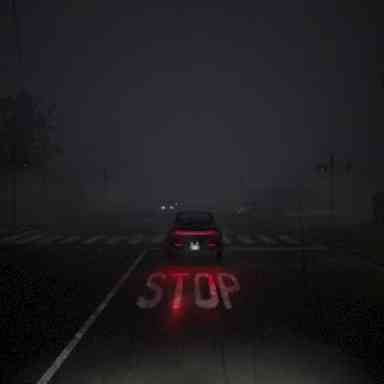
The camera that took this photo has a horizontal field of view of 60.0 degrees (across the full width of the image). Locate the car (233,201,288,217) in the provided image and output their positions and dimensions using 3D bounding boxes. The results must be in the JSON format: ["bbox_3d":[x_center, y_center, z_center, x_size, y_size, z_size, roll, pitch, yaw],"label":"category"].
[{"bbox_3d":[6.156,1.460,29.662,4.718,1.301,1.895,0,0,-20],"label":"car"}]

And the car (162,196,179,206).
[{"bbox_3d":[-3.531,1.452,51.365,2.033,1.411,5.357,0,0,1],"label":"car"}]

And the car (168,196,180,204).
[{"bbox_3d":[-3.492,1.429,63.974,2.033,1.411,5.357,0,0,0],"label":"car"}]

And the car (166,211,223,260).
[{"bbox_3d":[0.092,1.466,12.414,2.128,1.511,4.902,0,0,0],"label":"car"}]
